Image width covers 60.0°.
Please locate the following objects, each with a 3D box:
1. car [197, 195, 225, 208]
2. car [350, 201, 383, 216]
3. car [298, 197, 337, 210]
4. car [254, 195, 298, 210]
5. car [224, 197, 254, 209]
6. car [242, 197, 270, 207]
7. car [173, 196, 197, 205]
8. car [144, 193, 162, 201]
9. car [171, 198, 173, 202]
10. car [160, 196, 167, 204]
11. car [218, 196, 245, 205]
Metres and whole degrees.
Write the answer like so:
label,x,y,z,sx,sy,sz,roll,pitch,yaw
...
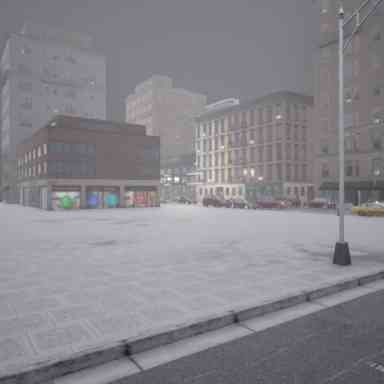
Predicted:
label,x,y,z,sx,sy,sz,roll,pitch,yaw
car,3.510,1.332,48.115,2.192,1.841,5.009,0,0,-35
car,16.594,1.546,29.420,1.752,1.417,4.829,0,0,-35
car,16.579,1.421,43.438,1.967,1.590,4.097,0,0,-35
car,10.609,1.358,42.402,2.097,1.767,4.553,0,0,-35
car,6.757,1.569,43.476,2.008,1.369,4.403,0,0,-35
car,10.086,1.545,52.716,1.947,1.339,4.313,0,0,-35
car,-0.914,1.527,59.037,1.837,1.490,4.892,0,0,-35
car,-9.392,1.291,80.548,2.192,1.841,5.009,0,0,-35
car,-2.899,1.527,71.271,2.008,1.369,4.403,0,0,-35
car,-6.228,1.597,62.032,1.802,1.307,4.206,0,0,-35
car,6.742,1.504,57.494,1.752,1.417,4.829,0,0,-35
